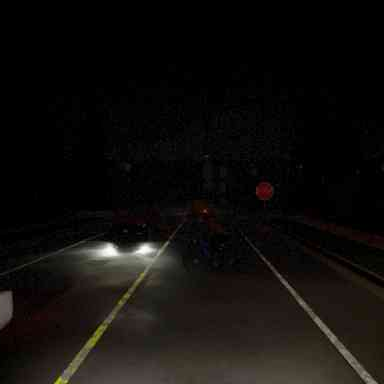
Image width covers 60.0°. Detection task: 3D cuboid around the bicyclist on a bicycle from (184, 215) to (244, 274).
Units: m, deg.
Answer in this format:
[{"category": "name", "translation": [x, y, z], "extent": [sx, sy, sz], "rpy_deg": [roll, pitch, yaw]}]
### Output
[{"category": "bicyclist on a bicycle", "translation": [0.573, 1.451, 9.078], "extent": [1.656, 1.620, 0.582], "rpy_deg": [-2, 0, 3]}]

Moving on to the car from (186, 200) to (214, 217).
[{"category": "car", "translation": [0.682, 1.472, 30.927], "extent": [1.882, 1.535, 5.008], "rpy_deg": [0, 0, -10]}]

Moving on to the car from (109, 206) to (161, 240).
[{"category": "car", "translation": [-2.818, 1.477, 17.304], "extent": [1.882, 1.535, 5.008], "rpy_deg": [0, 0, 3]}]

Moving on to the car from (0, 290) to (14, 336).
[{"category": "car", "translation": [-3.553, 1.601, 2.500], "extent": [1.895, 1.301, 4.718], "rpy_deg": [0, 0, 3]}]
